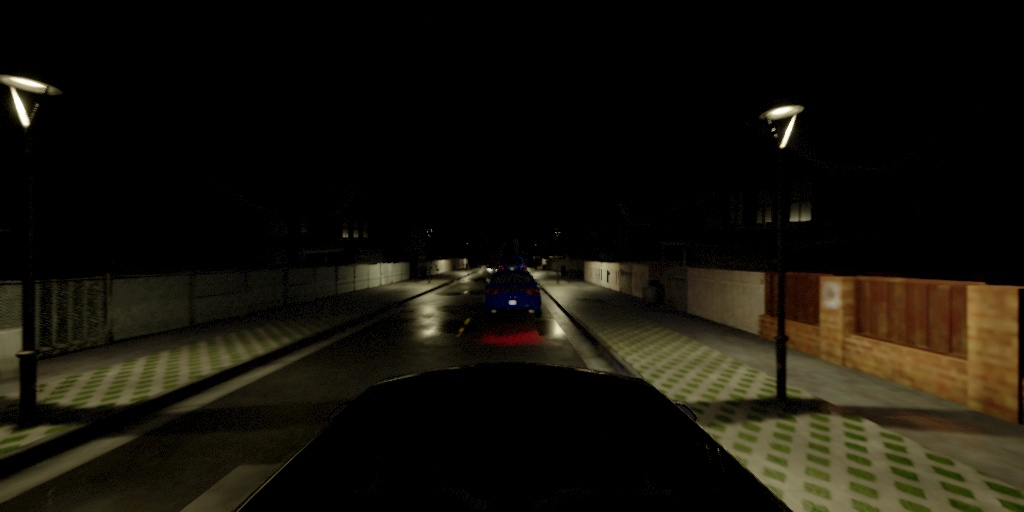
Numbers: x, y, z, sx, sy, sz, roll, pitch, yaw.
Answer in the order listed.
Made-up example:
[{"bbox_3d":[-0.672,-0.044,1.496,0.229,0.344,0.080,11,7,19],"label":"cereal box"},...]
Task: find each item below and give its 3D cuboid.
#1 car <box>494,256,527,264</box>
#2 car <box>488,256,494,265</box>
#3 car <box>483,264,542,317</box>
[{"bbox_3d":[0.023,1.042,28.428,2.150,2.045,5.566,0,0,0],"label":"car"},{"bbox_3d":[-2.812,1.098,60.480,2.150,2.045,5.566,0,0,1],"label":"car"},{"bbox_3d":[0.029,1.250,13.273,1.882,1.535,5.008,0,0,0],"label":"car"}]
